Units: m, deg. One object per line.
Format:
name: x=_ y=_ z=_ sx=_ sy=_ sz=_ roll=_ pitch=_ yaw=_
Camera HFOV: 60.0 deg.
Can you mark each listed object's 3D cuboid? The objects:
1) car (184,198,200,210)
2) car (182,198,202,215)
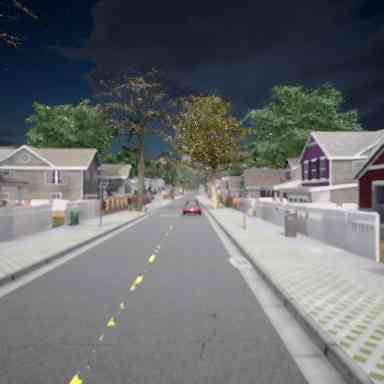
car: x=0.035 y=1.614 z=46.347 sx=2.128 sy=1.511 sz=4.902 roll=0 pitch=0 yaw=0
car: x=0.016 y=1.657 z=34.889 sx=1.994 sy=1.385 sz=4.181 roll=0 pitch=0 yaw=0
